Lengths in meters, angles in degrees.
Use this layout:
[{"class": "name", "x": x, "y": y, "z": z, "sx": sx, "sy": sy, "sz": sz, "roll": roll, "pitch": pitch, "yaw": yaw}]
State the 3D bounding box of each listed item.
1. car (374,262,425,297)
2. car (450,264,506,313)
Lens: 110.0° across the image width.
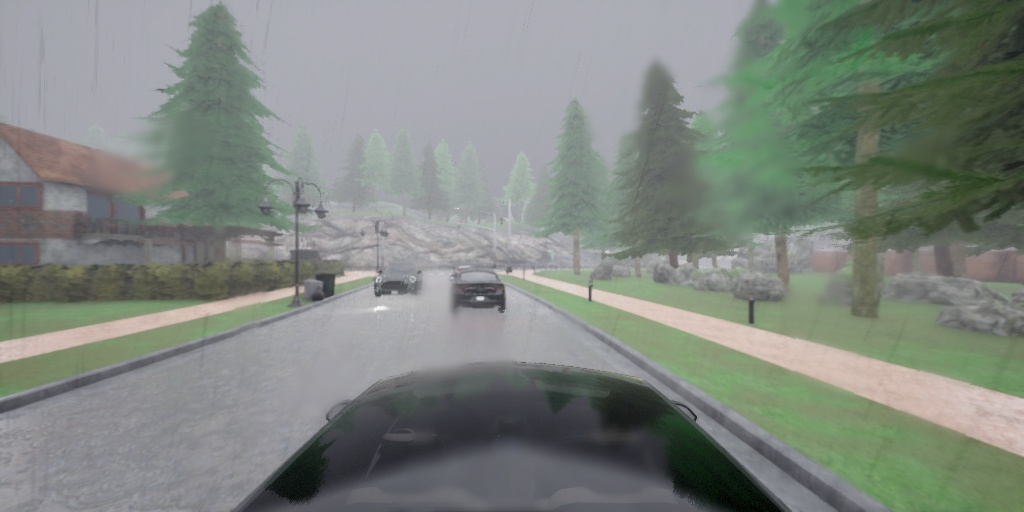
[{"class": "car", "x": -5.820, "y": 1.112, "z": 18.924, "sx": 2.097, "sy": 1.767, "sz": 4.553, "roll": 0, "pitch": 0, "yaw": -9}, {"class": "car", "x": -1.381, "y": 1.235, "z": 14.078, "sx": 1.882, "sy": 1.535, "sz": 5.008, "roll": 0, "pitch": 0, "yaw": -8}]
